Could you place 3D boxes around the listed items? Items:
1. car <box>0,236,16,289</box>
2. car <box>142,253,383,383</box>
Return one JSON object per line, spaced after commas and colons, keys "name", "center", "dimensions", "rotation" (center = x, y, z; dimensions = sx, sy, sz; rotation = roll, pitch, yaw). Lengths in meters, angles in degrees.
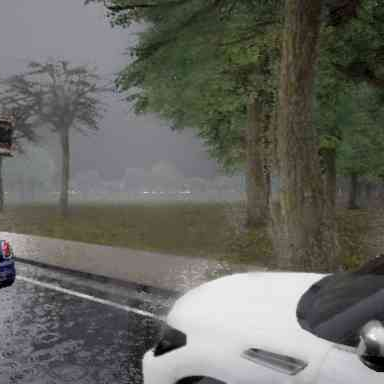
{"name": "car", "center": [-6.272, 1.370, 8.022], "dimensions": [4.553, 1.767, 2.097], "rotation": [0, 0, 35]}
{"name": "car", "center": [2.220, 1.221, 2.101], "dimensions": [5.566, 2.045, 2.150], "rotation": [0, 0, 35]}
